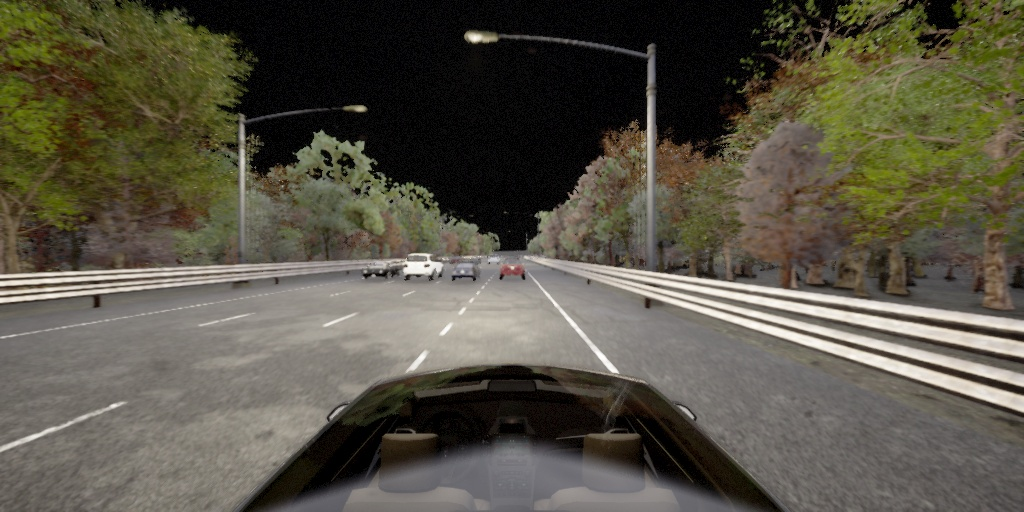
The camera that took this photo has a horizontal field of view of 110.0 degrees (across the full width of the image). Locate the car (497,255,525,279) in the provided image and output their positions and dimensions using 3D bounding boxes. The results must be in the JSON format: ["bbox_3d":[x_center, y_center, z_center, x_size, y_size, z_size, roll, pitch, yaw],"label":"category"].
[{"bbox_3d":[0.052,0.951,30.398,2.097,1.767,4.553,0,0,1],"label":"car"}]

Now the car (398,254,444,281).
[{"bbox_3d":[-6.964,0.831,28.728,2.150,2.045,5.566,0,1,1],"label":"car"}]

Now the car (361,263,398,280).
[{"bbox_3d":[-10.459,1.206,29.343,1.895,1.301,4.718,0,0,1],"label":"car"}]

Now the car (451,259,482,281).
[{"bbox_3d":[-3.472,1.160,27.826,2.033,1.411,5.357,0,0,1],"label":"car"}]
